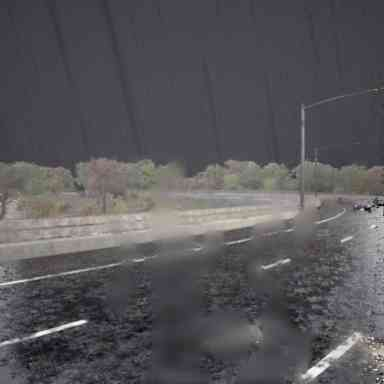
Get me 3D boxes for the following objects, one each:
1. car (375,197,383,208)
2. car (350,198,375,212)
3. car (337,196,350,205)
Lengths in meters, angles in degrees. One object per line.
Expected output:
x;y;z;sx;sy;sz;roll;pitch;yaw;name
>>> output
27.062;1.449;47.479;2.128;1.511;4.902;0;0;20;car
19.294;1.562;37.786;1.895;1.301;4.718;0;0;26;car
26.659;1.427;58.187;2.128;1.511;4.902;0;0;14;car
